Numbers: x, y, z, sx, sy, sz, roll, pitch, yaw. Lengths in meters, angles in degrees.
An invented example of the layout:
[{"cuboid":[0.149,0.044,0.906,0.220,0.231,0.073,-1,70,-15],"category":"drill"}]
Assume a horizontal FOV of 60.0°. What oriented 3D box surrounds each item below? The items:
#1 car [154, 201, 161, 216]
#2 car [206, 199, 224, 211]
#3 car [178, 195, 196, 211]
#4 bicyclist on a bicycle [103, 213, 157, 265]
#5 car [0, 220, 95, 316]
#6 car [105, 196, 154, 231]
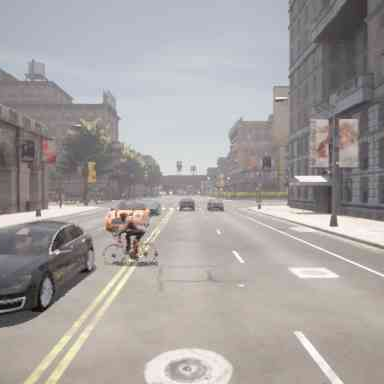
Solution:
[{"cuboid":[-4.071,1.548,33.003,2.033,1.411,5.357,0,0,-1],"category":"car"},{"cuboid":[2.872,1.547,41.543,2.033,1.411,5.357,0,0,-1],"category":"car"},{"cuboid":[-0.625,1.504,41.686,1.837,1.490,4.892,0,0,-1],"category":"car"},{"cuboid":[-1.916,1.455,10.192,1.656,1.620,0.582,-2,0,-1],"category":"bicyclist on a bicycle"},{"cuboid":[-3.695,1.503,7.803,1.837,1.490,4.892,0,1,-1],"category":"car"},{"cuboid":[-3.834,1.351,20.508,2.097,1.767,4.553,0,0,0],"category":"car"}]
